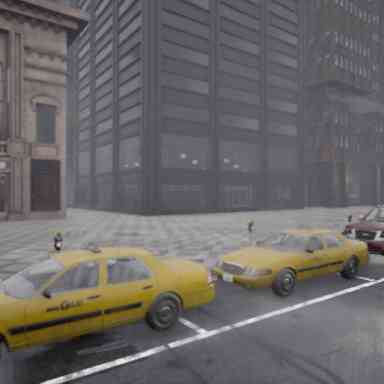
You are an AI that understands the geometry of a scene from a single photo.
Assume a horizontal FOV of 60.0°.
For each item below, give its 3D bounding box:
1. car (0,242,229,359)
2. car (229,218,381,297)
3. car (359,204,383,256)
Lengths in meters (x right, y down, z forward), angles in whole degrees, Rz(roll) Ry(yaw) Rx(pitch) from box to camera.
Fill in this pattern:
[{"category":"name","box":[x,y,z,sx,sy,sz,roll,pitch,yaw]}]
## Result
[{"category":"car","box":[-1.851,1.530,5.331,4.829,1.417,1.752,0,0,-35]},{"category":"car","box":[2.741,1.549,8.606,4.829,1.417,1.752,0,0,-35]},{"category":"car","box":[7.472,1.359,11.981,5.009,1.841,2.192,0,0,-35]}]
